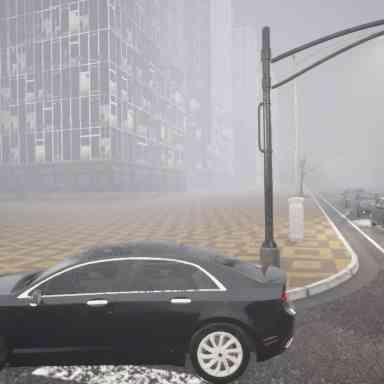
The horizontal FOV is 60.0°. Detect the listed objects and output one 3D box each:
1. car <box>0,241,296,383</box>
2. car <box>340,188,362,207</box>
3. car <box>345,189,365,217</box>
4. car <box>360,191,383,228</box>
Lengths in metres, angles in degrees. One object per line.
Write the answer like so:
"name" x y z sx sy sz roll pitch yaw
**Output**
"car" -1.062 1.505 4.767 4.892 1.490 1.837 0 0 0
"car" 13.077 0.454 26.757 2.128 1.511 4.902 -1 2 18
"car" 11.081 0.759 20.694 1.994 1.385 4.181 -1 2 17
"car" 9.030 0.928 14.400 2.128 1.511 4.902 -1 2 18
